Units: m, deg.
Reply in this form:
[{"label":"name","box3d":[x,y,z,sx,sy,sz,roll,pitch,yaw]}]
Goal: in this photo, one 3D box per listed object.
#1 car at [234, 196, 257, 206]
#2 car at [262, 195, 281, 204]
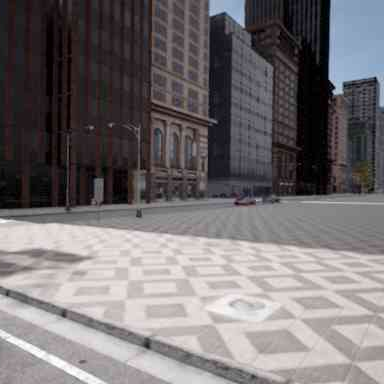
[{"label":"car","box3d":[7.857,1.318,48.552,1.994,1.385,4.181,1,1,36]},{"label":"car","box3d":[13.583,1.202,56.742,2.128,1.511,4.902,1,1,35]}]
